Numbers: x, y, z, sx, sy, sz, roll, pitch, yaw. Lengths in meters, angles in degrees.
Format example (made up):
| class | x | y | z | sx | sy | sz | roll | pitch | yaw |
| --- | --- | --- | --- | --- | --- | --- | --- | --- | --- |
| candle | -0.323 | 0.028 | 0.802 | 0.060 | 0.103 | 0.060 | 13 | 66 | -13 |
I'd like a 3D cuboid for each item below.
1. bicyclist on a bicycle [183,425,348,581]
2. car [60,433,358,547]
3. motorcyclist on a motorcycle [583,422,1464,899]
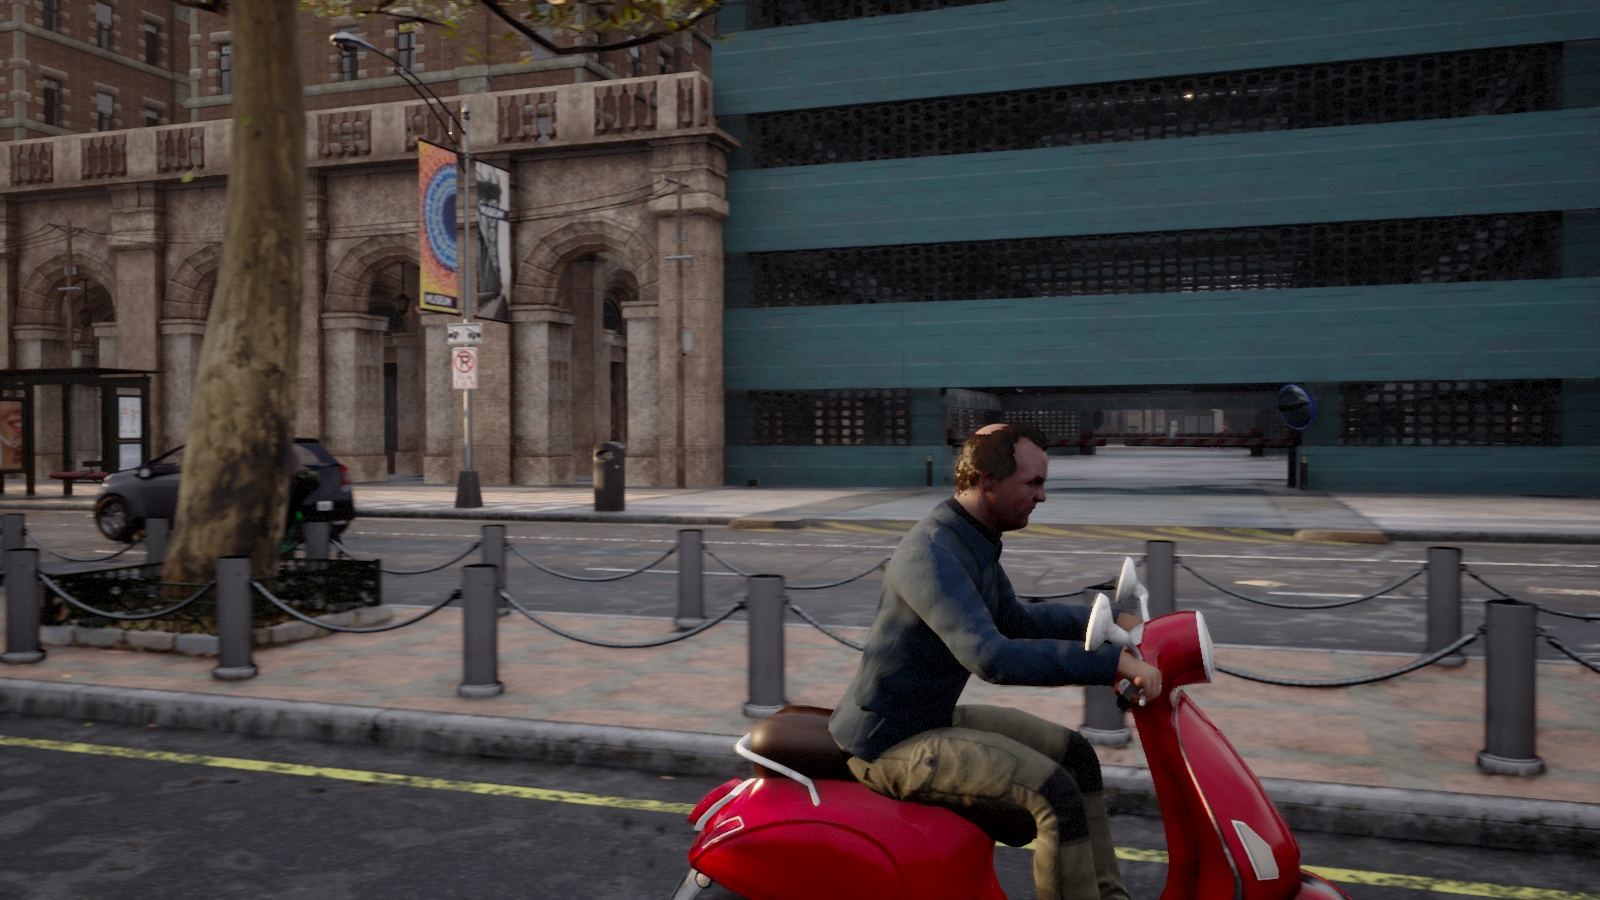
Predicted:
| class | x | y | z | sx | sy | sz | roll | pitch | yaw |
| --- | --- | --- | --- | --- | --- | --- | --- | --- | --- |
| bicyclist on a bicycle | -5.779 | 0.540 | 13.578 | 1.656 | 1.620 | 0.582 | 0 | 1 | 19 |
| car | -8.522 | 0.516 | 18.195 | 3.633 | 1.501 | 1.845 | 1 | 1 | 19 |
| motorcyclist on a motorcycle | 0.497 | 0.733 | 3.025 | 1.817 | 1.590 | 0.866 | 1 | 1 | 19 |
